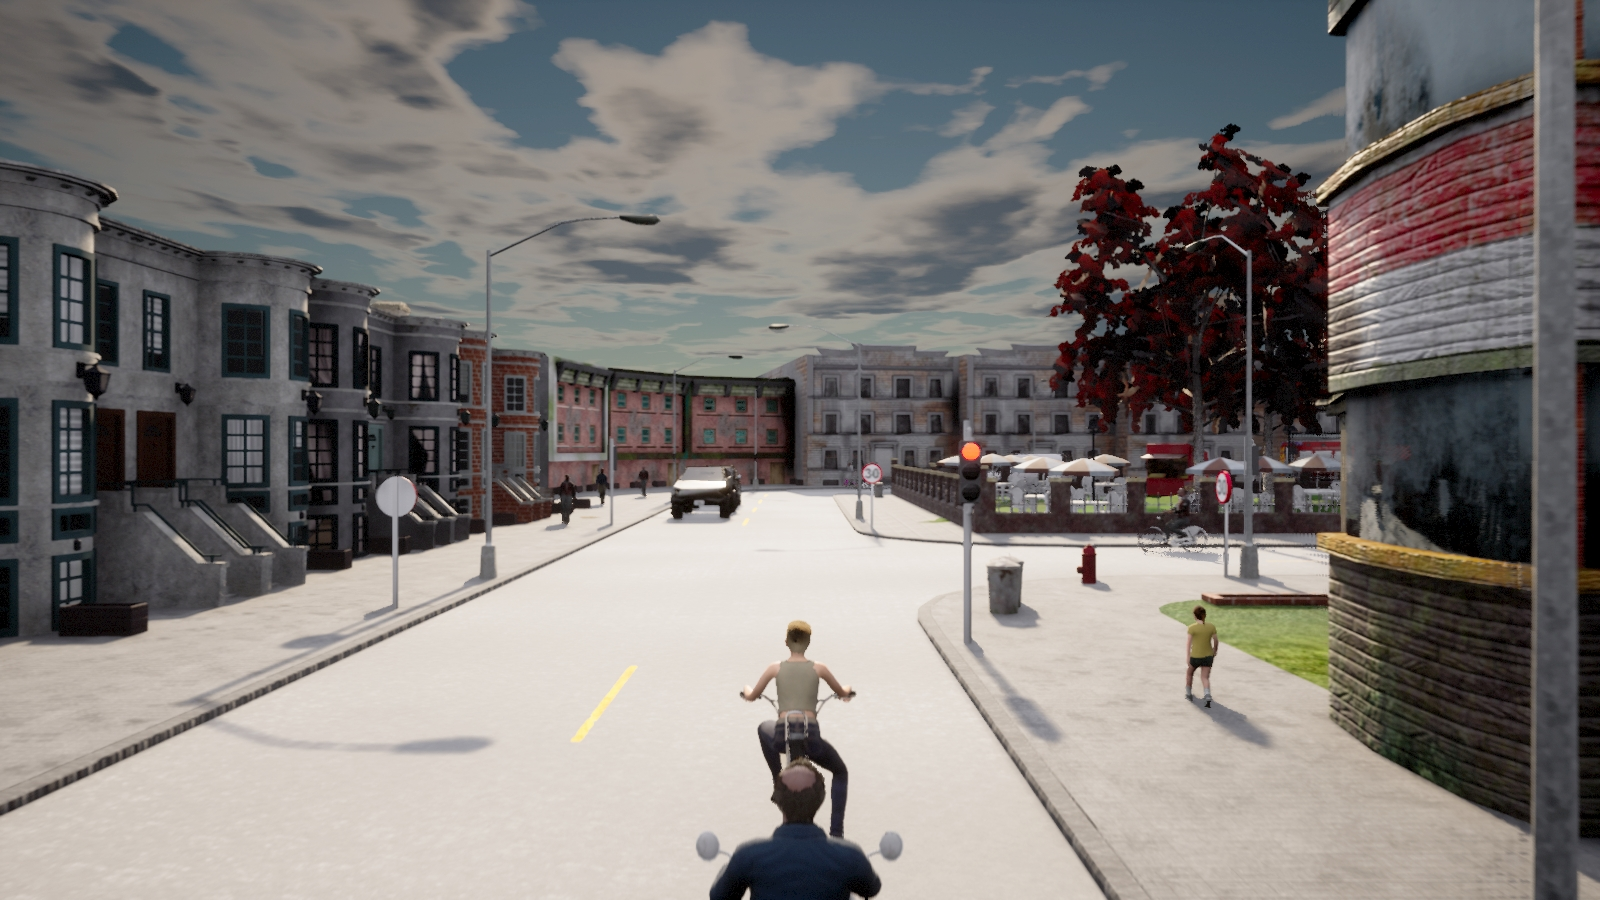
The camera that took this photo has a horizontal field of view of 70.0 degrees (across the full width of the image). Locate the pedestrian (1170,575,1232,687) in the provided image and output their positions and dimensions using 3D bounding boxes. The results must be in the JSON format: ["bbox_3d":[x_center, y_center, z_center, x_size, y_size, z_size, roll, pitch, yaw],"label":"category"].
[{"bbox_3d":[4.248,1.904,12.119,0.500,1.100,0.500,0,0,4],"label":"pedestrian"}]

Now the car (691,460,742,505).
[{"bbox_3d":[-4.053,1.560,56.287,2.150,2.045,5.566,0,0,0],"label":"car"}]

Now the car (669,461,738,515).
[{"bbox_3d":[-3.998,1.534,48.563,2.390,2.098,6.274,0,0,0],"label":"car"}]

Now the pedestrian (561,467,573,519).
[{"bbox_3d":[-8.324,1.524,40.852,0.375,1.860,0.375,0,0,-6],"label":"pedestrian"}]

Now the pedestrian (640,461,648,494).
[{"bbox_3d":[-8.794,1.526,64.467,0.375,1.860,0.375,0,0,5],"label":"pedestrian"}]

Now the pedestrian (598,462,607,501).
[{"bbox_3d":[-9.496,1.524,54.911,0.375,1.860,0.375,0,0,-13],"label":"pedestrian"}]
